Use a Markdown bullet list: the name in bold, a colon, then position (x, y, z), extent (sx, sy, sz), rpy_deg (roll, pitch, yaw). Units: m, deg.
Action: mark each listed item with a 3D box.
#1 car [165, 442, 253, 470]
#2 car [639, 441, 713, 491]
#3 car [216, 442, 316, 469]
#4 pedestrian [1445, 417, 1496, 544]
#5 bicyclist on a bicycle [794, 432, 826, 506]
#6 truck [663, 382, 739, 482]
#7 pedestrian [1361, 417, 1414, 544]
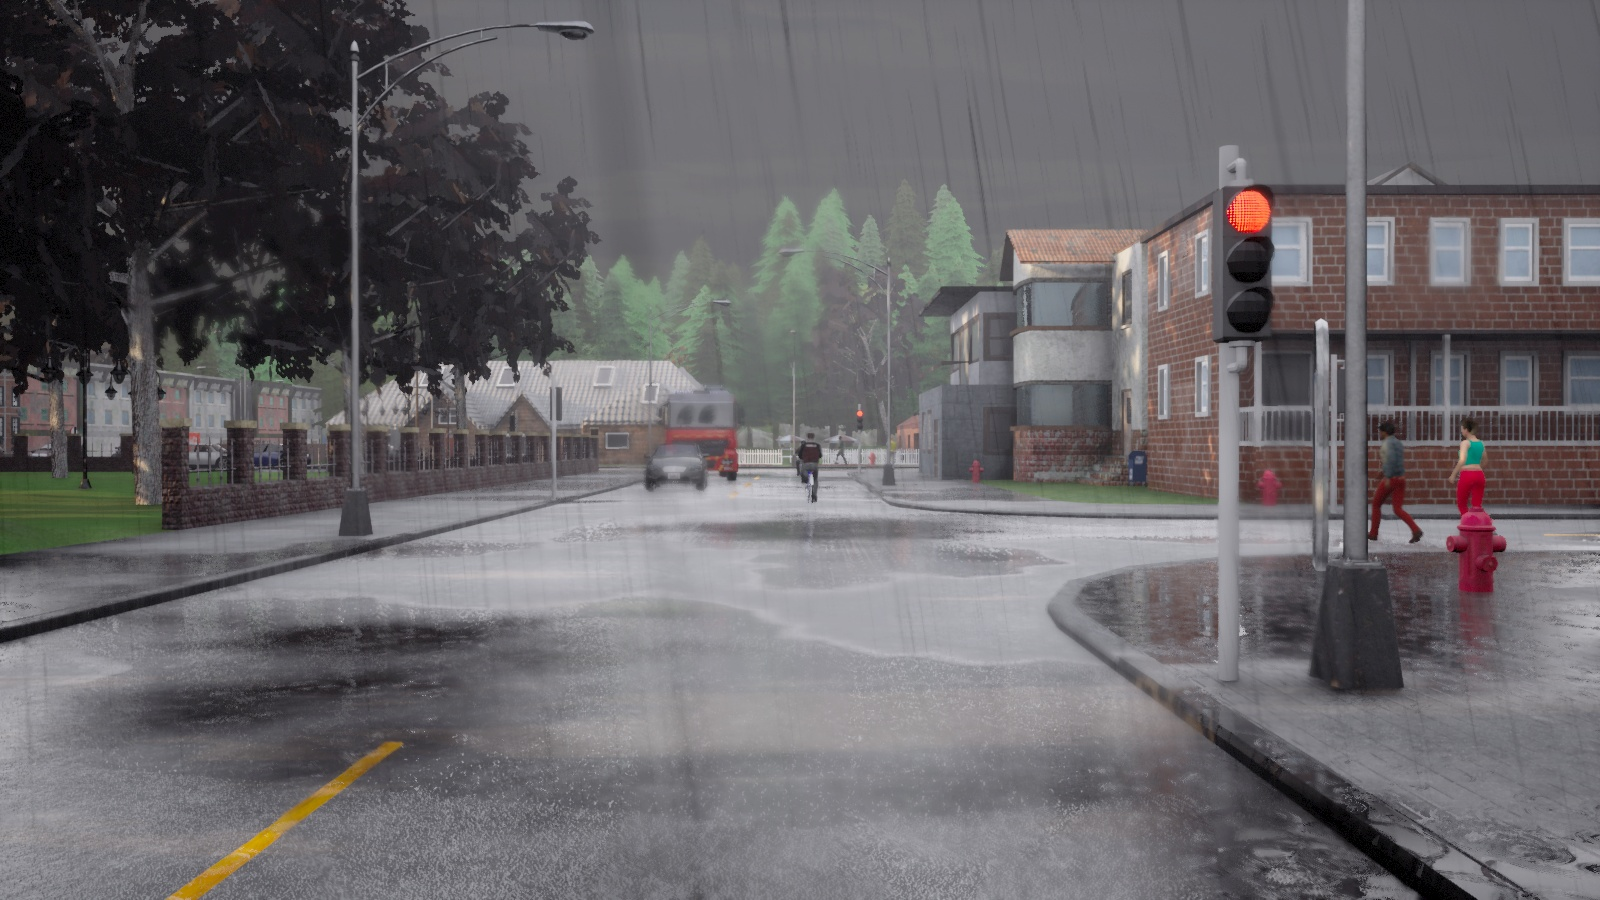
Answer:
- **car**: position (-31.765, 0.305, 67.616), extent (3.806, 1.475, 1.970), rpy_deg (0, 0, -1)
- **car**: position (-3.944, 0.471, 40.625), extent (2.128, 1.511, 4.902), rpy_deg (0, 0, -2)
- **car**: position (-30.423, 0.317, 71.664), extent (4.792, 1.488, 2.163), rpy_deg (0, 0, 0)
- **pedestrian**: position (9.885, 0.444, 18.528), extent (0.345, 1.836, 0.594), rpy_deg (0, 0, -14)
- **bicyclist on a bicycle**: position (0.233, 0.443, 30.916), extent (0.659, 1.776, 1.843), rpy_deg (0, 1, -3)
- **truck**: position (-4.037, -0.718, 52.503), extent (2.891, 3.827, 8.468), rpy_deg (0, 0, -3)
- **pedestrian**: position (8.662, 0.438, 18.537), extent (0.353, 1.847, 0.614), rpy_deg (0, 0, -29)
